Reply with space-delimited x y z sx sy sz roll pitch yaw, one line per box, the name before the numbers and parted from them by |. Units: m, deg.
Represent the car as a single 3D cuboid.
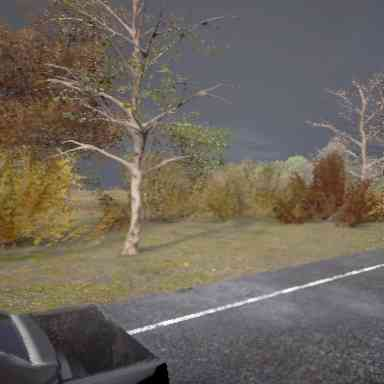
car | -2.592 1.601 2.142 4.718 1.301 1.895 0 0 -36
